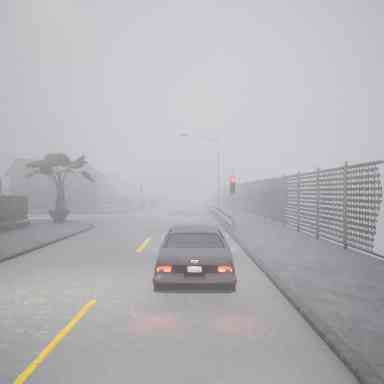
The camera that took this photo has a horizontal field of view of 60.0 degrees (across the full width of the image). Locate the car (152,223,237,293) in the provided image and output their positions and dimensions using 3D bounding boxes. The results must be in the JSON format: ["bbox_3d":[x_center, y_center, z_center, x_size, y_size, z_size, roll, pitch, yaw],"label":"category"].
[{"bbox_3d":[0.072,1.547,8.972,2.033,1.411,5.357,0,0,1],"label":"car"}]

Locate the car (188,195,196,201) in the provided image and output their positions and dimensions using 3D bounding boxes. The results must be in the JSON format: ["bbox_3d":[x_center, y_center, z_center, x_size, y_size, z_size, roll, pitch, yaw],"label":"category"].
[{"bbox_3d":[0.088,1.552,86.622,1.994,1.385,4.181,0,0,0],"label":"car"}]
